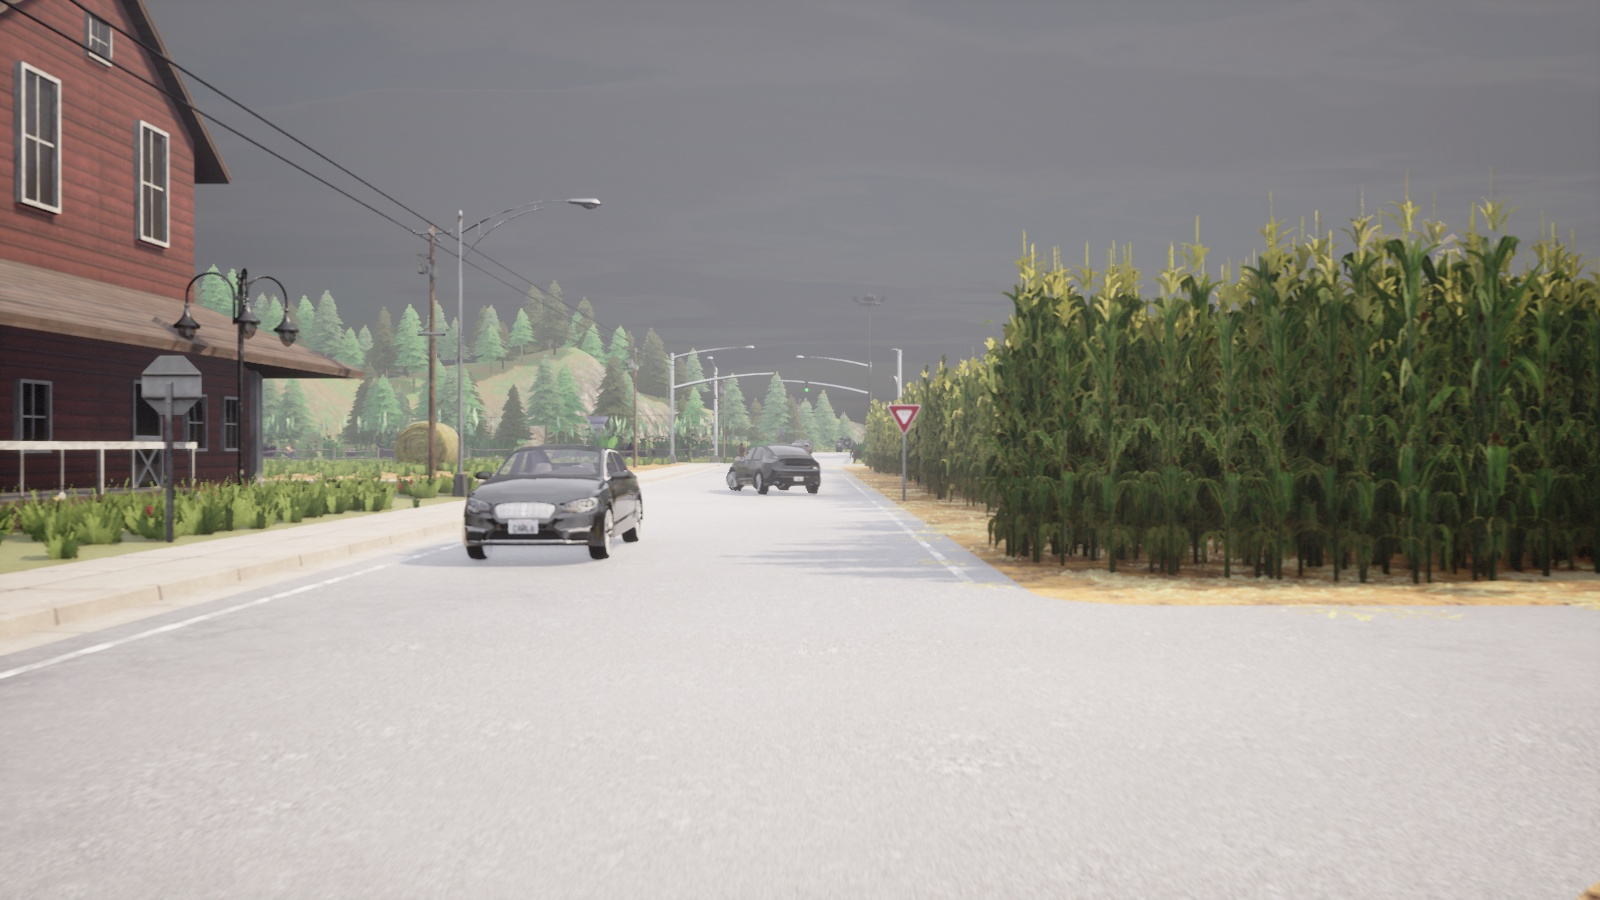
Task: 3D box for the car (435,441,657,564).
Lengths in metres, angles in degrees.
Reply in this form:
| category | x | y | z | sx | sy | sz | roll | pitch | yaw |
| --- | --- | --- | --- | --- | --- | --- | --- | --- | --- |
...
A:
| category | x | y | z | sx | sy | sz | roll | pitch | yaw |
| --- | --- | --- | --- | --- | --- | --- | --- | --- | --- |
| car | -3.386 | 0.631 | 17.791 | 2.128 | 1.511 | 4.902 | 0 | 0 | 0 |

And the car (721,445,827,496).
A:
| category | x | y | z | sx | sy | sz | roll | pitch | yaw |
| --- | --- | --- | --- | --- | --- | --- | --- | --- | --- |
| car | -0.884 | 0.594 | 39.314 | 1.837 | 1.490 | 4.892 | 1 | 0 | -20 |
